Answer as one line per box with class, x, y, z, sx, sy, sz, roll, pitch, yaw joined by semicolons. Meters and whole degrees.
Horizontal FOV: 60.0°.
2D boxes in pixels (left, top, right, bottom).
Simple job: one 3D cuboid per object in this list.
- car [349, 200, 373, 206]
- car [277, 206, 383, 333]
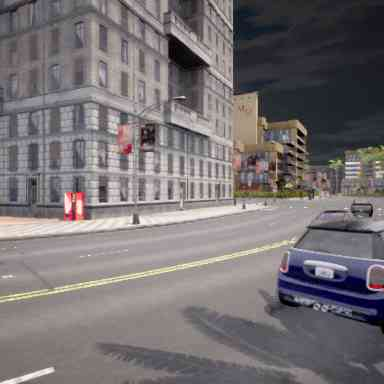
car;16.188;1.474;31.874;2.128;1.511;4.902;0;0;26
car;3.756;1.349;6.918;4.553;1.767;2.097;0;0;-42
